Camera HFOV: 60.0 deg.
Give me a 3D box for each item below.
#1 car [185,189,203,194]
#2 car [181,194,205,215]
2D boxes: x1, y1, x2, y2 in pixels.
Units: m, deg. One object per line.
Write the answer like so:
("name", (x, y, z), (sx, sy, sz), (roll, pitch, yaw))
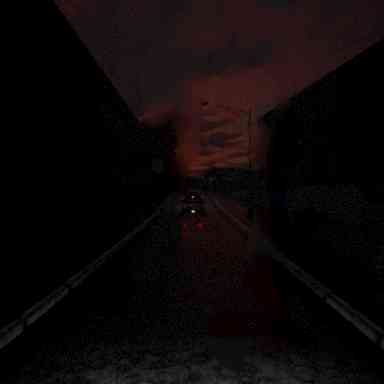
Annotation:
("car", (0.087, 0.313, 42.804), (1.812, 1.442, 4.674), (0, 3, 0))
("car", (0.091, 1.095, 27.283), (1.895, 1.301, 4.718), (0, 2, 0))
